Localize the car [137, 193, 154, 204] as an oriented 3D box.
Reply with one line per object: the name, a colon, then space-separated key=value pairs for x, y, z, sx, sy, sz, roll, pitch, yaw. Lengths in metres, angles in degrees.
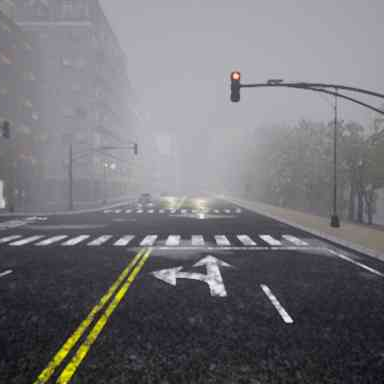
car: x=-6.476 y=0.907 z=46.842 sx=1.812 sy=1.442 sz=4.674 roll=0 pitch=2 yaw=0

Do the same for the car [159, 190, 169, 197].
car: x=-6.470 y=0.391 z=77.410 sx=1.882 sy=1.535 sz=5.008 roll=0 pitch=1 yaw=0
